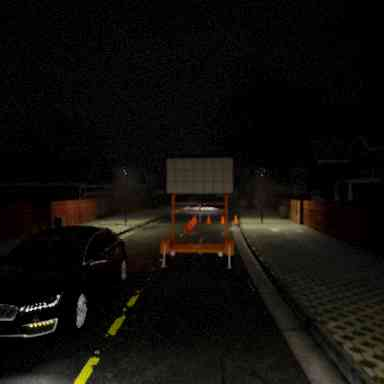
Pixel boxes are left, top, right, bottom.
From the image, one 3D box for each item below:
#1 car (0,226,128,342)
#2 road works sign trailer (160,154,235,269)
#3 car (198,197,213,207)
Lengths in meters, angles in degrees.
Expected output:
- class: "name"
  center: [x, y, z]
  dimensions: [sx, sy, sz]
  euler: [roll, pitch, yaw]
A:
- class: "car"
  center: [-2.641, 1.536, 6.906]
  dimensions: [1.837, 1.490, 4.892]
  euler: [0, 0, 2]
- class: "road works sign trailer"
  center: [0.277, 0.511, 11.467]
  dimensions: [2.380, 3.560, 2.880]
  euler: [0, 0, 6]
- class: "car"
  center: [2.008, 1.452, 48.093]
  dimensions: [1.895, 1.301, 4.718]
  euler: [0, 1, 8]
